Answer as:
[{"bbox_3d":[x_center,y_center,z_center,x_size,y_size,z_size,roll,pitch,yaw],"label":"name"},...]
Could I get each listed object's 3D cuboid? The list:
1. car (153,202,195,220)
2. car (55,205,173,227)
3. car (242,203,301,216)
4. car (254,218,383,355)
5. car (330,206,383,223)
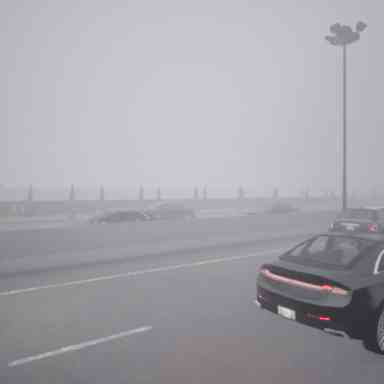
[{"bbox_3d":[-2.127,1.471,23.976,5.008,1.535,1.882,0,0,-36],"label":"car"},{"bbox_3d":[-3.489,1.502,14.404,4.892,1.490,1.837,0,0,-35],"label":"car"},{"bbox_3d":[6.284,1.537,25.676,5.357,1.411,2.033,0,0,-35],"label":"car"},{"bbox_3d":[3.309,1.488,6.109,4.902,1.511,2.128,0,0,-36],"label":"car"},{"bbox_3d":[7.517,1.345,13.412,4.553,1.767,2.097,0,0,-36],"label":"car"}]
